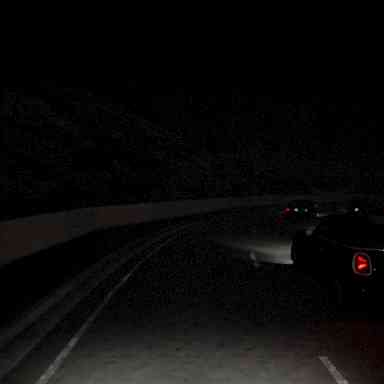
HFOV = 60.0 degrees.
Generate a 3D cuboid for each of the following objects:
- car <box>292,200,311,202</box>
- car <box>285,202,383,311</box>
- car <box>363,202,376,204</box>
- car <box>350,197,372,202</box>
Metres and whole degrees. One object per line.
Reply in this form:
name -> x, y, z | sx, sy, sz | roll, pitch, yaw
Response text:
car -> 8.729, 1.342, 26.394 | 2.033, 1.411, 5.357 | 0, 0, 27
car -> 3.826, 1.291, 7.745 | 2.097, 1.767, 4.553 | 0, 0, 3
car -> 8.152, 1.399, 13.874 | 1.837, 1.490, 4.892 | 0, 1, 11
car -> 15.672, 1.266, 30.741 | 1.837, 1.490, 4.892 | 0, 0, 36
